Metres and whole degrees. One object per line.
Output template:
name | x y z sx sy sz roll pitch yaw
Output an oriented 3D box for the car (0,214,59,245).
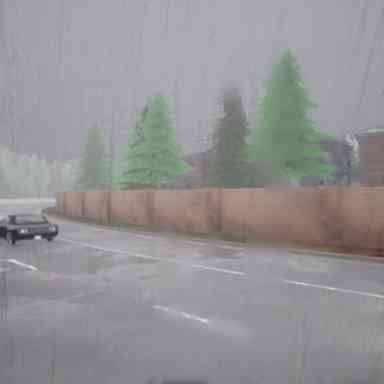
car | -8.335 1.728 16.281 1.895 1.301 4.718 0 -1 -44
